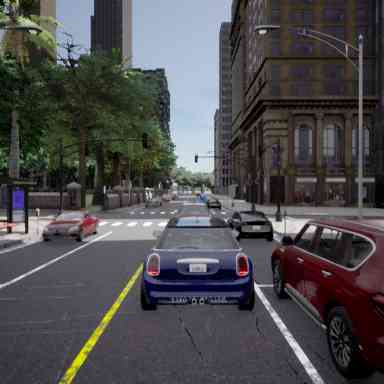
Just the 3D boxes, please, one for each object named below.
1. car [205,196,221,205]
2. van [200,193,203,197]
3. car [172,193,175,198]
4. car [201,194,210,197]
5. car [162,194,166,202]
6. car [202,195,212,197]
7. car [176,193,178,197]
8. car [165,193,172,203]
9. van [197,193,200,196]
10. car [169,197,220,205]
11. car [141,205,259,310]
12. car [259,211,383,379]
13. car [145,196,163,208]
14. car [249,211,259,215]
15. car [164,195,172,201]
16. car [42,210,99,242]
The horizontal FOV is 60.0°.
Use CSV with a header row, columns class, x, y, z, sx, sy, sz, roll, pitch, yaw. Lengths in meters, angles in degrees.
class,x,y,z,sx,sy,sz,roll,pitch,yaw
car,2.762,1.546,42.738,1.947,1.339,4.313,0,0,0
van,2.762,1.308,58.999,1.690,1.788,3.998,0,0,0
car,-5.762,1.262,75.280,2.192,1.841,5.009,0,0,0
car,2.763,1.497,53.748,1.752,1.417,4.829,0,0,0
car,-5.763,1.412,53.598,1.967,1.590,4.097,0,0,0
car,2.762,1.542,48.158,1.947,1.339,4.313,0,0,0
car,-5.760,1.236,91.541,2.192,1.841,5.009,0,0,0
car,-5.762,1.394,69.860,1.967,1.590,4.097,0,0,0
van,2.764,1.280,80.680,1.690,1.788,3.998,0,0,0
car,0.102,1.347,17.484,2.097,1.767,4.553,0,0,0
car,0.103,1.351,7.950,2.097,1.767,4.553,0,0,0
car,2.758,1.314,5.450,2.192,1.841,5.009,0,0,0
car,-5.763,1.527,48.178,2.008,1.369,4.403,0,0,0
car,2.760,1.562,16.301,1.947,1.339,4.313,0,0,0
car,-5.761,1.464,80.531,1.752,1.417,4.829,0,0,0
car,-5.765,1.578,16.319,1.802,1.307,4.206,0,0,0
